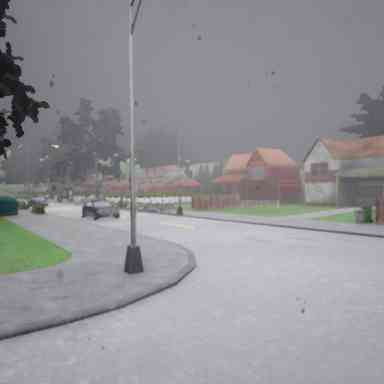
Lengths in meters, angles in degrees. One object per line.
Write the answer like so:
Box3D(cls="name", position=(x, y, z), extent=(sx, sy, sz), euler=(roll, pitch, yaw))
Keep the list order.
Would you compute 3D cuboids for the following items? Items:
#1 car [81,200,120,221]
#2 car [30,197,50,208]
Box3D(cls="car", position=(-7.254, 1.395, 26.059), extent=(1.812, 1.442, 4.674), euler=(-1, 1, -36))
Box3D(cls="car", position=(-20.741, 1.395, 45.055), extent=(1.812, 1.442, 4.674), euler=(-1, 1, -35))
